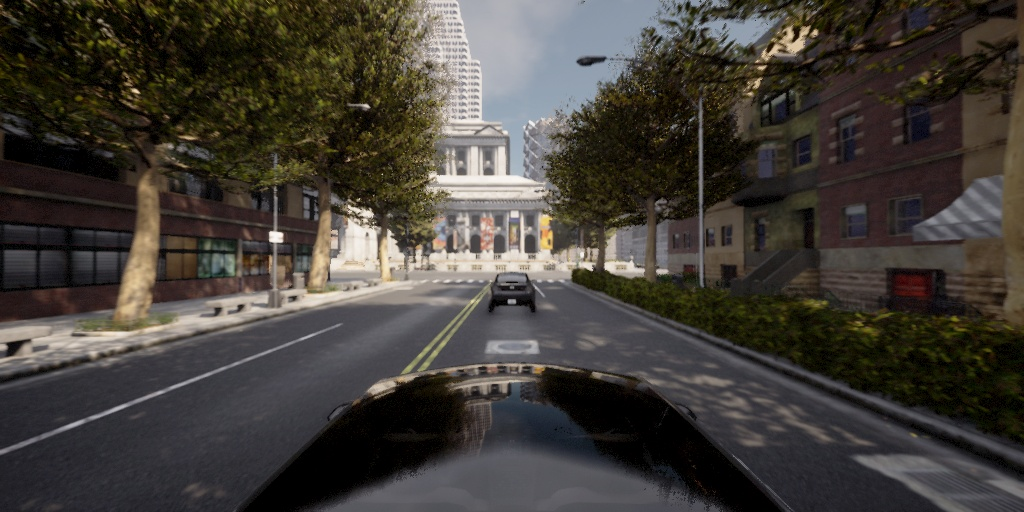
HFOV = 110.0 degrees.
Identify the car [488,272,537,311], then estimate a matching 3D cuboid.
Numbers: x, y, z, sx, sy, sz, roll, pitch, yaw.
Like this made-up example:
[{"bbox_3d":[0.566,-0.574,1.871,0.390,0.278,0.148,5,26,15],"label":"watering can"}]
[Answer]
[{"bbox_3d":[0.014,1.406,15.337,1.837,1.490,4.892,0,0,0],"label":"car"}]
